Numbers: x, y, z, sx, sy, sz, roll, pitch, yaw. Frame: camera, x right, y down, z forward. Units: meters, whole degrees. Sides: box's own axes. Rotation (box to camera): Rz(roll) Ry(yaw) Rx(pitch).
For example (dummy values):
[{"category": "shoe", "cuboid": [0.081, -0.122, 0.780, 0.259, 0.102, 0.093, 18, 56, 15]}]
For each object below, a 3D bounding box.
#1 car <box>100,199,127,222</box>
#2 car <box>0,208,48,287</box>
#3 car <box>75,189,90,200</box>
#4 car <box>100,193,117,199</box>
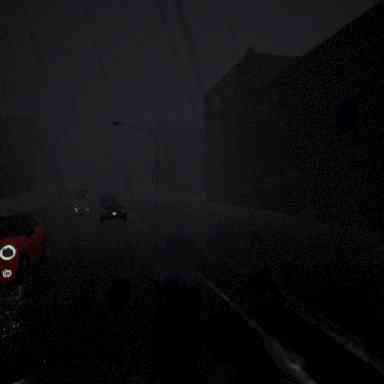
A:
[{"category": "car", "cuboid": [-6.162, 1.508, 26.072, 1.994, 1.385, 4.181, 0, 1, -15]}, {"category": "car", "cuboid": [-5.457, 1.399, 9.273, 2.097, 1.767, 4.553, 0, 0, -14]}, {"category": "car", "cuboid": [-16.768, 0.348, 51.040, 1.837, 1.490, 4.892, 0, 4, -15]}, {"category": "car", "cuboid": [-10.357, 0.910, 41.480, 1.882, 1.535, 5.008, 0, 3, -15]}]
